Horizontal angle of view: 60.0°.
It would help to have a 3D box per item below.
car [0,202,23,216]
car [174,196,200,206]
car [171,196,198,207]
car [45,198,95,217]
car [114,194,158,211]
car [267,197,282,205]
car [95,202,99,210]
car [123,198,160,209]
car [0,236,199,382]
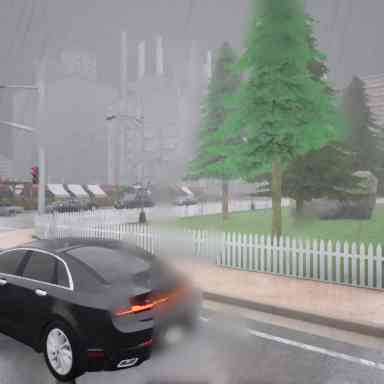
[{"bbox_3d":[-18.020,1.601,30.051,1.895,1.301,4.718,0,0,36],"label":"car"},{"bbox_3d":[-0.790,1.506,55.508,1.837,1.490,4.892,0,0,34],"label":"car"},{"bbox_3d":[-1.146,1.352,48.744,2.097,1.767,4.553,0,0,34],"label":"car"},{"bbox_3d":[-12.325,1.491,32.136,2.128,1.511,4.902,0,0,34],"label":"car"},{"bbox_3d":[-6.851,1.221,40.283,2.150,2.045,5.566,0,0,34],"label":"car"},{"bbox_3d":[14.945,1.564,59.830,1.994,1.385,4.181,0,0,34],"label":"car"},{"bbox_3d":[-12.883,1.478,37.583,1.882,1.535,5.008,0,0,34],"label":"car"},{"bbox_3d":[-6.980,1.547,46.363,2.033,1.411,5.357,0,0,34],"label":"car"},{"bbox_3d":[-2.178,1.505,5.481,4.892,1.490,1.837,0,0,36],"label":"car"}]
